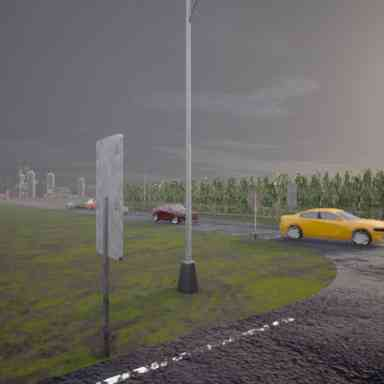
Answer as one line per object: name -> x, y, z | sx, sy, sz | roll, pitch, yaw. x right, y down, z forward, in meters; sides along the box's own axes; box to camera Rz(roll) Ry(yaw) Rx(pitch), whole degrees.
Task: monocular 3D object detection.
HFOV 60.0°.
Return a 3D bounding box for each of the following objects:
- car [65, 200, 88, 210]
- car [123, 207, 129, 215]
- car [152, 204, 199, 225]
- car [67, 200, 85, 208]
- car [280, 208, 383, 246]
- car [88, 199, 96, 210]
car -> -17.686, 2.019, 50.171 | 1.994, 1.385, 4.181 | 0, -1, -34
car -> -8.752, 1.909, 37.054 | 1.895, 1.301, 4.718 | 0, -1, -35
car -> -1.399, 1.668, 26.378 | 1.882, 1.535, 5.008 | 0, -1, -35
car -> -20.839, 2.118, 59.769 | 1.994, 1.385, 4.181 | 0, -1, -35
car -> 6.642, 1.542, 15.798 | 1.882, 1.535, 5.008 | 0, -1, -45
car -> -15.094, 1.812, 51.444 | 2.097, 1.767, 4.553 | 0, -1, -35
